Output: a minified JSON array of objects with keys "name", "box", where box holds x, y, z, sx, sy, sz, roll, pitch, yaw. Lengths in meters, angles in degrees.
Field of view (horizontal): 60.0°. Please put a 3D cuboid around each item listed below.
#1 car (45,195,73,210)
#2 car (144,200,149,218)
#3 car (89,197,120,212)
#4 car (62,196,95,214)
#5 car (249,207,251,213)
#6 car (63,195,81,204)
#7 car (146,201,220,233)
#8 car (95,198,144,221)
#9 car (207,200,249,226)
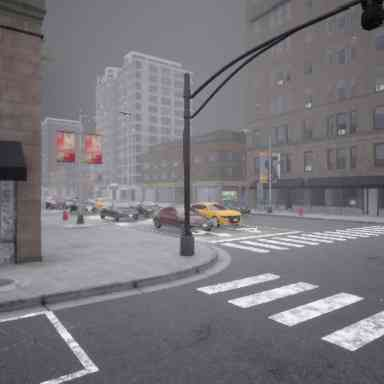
[{"name":"car","box":[-17.429,1.288,42.874,2.097,1.767,4.553,0,0,-35]},{"name":"car","box":[-4.199,1.485,30.051,1.812,1.442,4.674,0,0,-36]},{"name":"car","box":[-10.136,1.422,38.272,1.882,1.535,5.008,0,0,-36]},{"name":"car","box":[-11.433,1.443,34.509,2.128,1.511,4.902,0,0,-36]},{"name":"car","box":[3.116,1.503,31.337,2.033,1.411,5.357,0,0,-36]},{"name":"car","box":[-21.711,1.407,60.187,1.837,1.490,4.892,0,0,-36]},{"name":"car","box":[-0.667,1.505,19.601,1.812,1.442,4.674,0,0,-35]},{"name":"car","box":[-5.988,1.491,26.975,1.812,1.442,4.674,0,0,-36]},{"name":"car","box":[1.244,1.451,22.488,1.882,1.535,5.008,0,0,-35]}]
